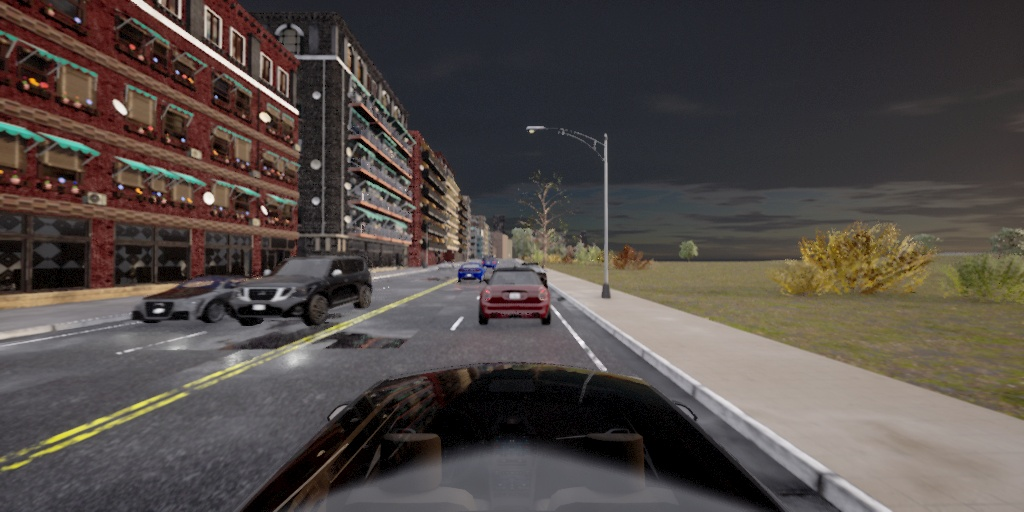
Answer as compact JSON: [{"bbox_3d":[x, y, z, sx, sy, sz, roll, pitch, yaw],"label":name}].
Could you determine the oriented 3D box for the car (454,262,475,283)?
[{"bbox_3d":[-3.205,1.304,29.261,1.882,1.535,5.008,0,0,0],"label":"car"}]

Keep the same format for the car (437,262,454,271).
[{"bbox_3d":[-9.934,1.492,54.126,1.895,1.301,4.718,0,0,0],"label":"car"}]

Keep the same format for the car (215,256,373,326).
[{"bbox_3d":[-6.620,1.001,12.139,2.150,2.045,5.566,0,0,0],"label":"car"}]

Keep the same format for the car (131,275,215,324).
[{"bbox_3d":[-9.868,1.343,12.010,1.994,1.385,4.181,0,0,0],"label":"car"}]

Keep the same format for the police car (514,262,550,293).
[{"bbox_3d":[1.097,1.233,22.376,1.930,1.638,5.238,0,0,0],"label":"police car"}]

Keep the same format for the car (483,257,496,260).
[{"bbox_3d":[-3.252,1.105,52.138,2.150,2.045,5.566,0,-1,0],"label":"car"}]

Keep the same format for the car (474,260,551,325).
[{"bbox_3d":[0.078,1.131,12.081,2.097,1.767,4.553,0,0,0],"label":"car"}]
